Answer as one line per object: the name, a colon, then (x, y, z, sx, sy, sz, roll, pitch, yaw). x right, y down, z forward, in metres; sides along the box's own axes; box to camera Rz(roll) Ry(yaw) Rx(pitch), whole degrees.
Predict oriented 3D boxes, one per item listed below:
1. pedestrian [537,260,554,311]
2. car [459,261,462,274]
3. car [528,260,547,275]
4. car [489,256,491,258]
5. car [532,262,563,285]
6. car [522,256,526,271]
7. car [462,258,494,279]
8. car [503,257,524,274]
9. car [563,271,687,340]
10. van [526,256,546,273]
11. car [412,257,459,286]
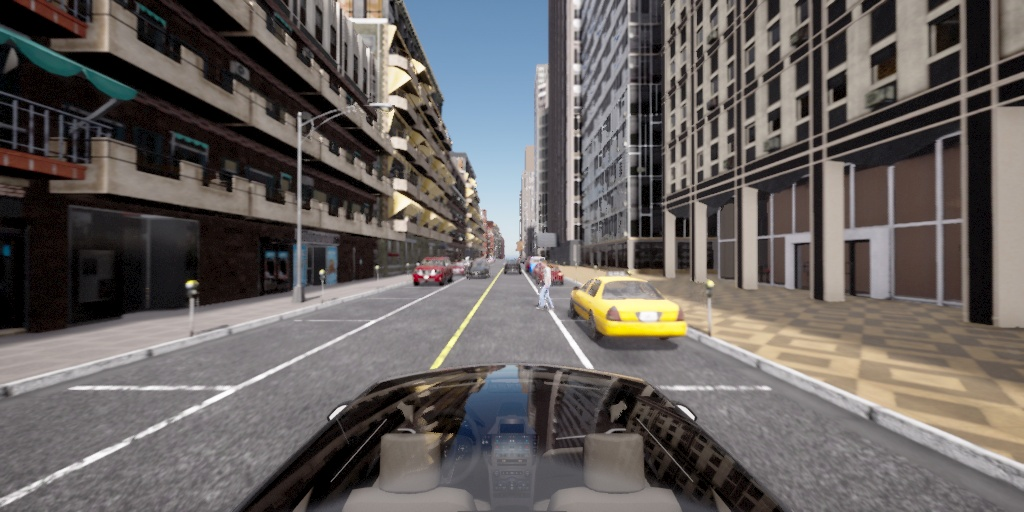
pedestrian: (1.182, 1.007, 12.787, 0.375, 1.860, 0.375, 1, 0, 0)
car: (-5.304, 1.234, 35.746, 1.802, 1.307, 4.207, 0, 0, 0)
car: (2.575, 1.246, 30.221, 1.802, 1.307, 4.207, 0, 0, 0)
car: (-5.295, 1.038, 63.426, 1.967, 1.591, 4.097, 0, 0, 0)
car: (2.573, 1.260, 24.684, 1.802, 1.307, 4.207, 0, 0, 0)
car: (2.578, 0.953, 41.290, 2.192, 1.841, 5.009, 0, 0, 0)
car: (-2.835, 1.168, 30.802, 1.837, 1.490, 4.892, 0, 0, 0)
car: (0.095, 1.150, 38.376, 1.837, 1.490, 4.892, 0, 0, 0)
car: (2.752, 1.178, 9.785, 1.801, 1.575, 5.366, 0, 0, 0)
van: (2.577, 0.992, 35.754, 1.690, 1.789, 3.998, 0, 0, 0)
car: (-5.308, 0.993, 24.676, 2.192, 1.841, 5.009, 0, 0, 0)
